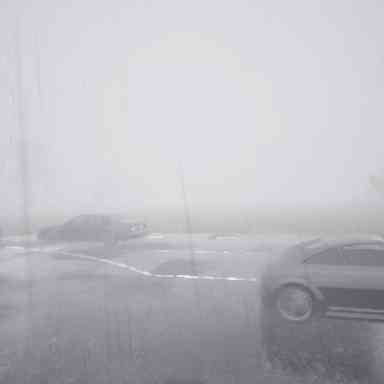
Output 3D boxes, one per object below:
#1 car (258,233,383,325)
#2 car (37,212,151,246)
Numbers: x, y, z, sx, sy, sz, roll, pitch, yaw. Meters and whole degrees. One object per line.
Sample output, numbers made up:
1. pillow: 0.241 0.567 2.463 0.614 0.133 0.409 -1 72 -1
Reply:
1. car: 3.310 1.471 5.982 4.181 1.385 1.994 -2 0 18
2. car: -4.666 1.702 15.863 5.357 1.411 2.033 -2 1 18
